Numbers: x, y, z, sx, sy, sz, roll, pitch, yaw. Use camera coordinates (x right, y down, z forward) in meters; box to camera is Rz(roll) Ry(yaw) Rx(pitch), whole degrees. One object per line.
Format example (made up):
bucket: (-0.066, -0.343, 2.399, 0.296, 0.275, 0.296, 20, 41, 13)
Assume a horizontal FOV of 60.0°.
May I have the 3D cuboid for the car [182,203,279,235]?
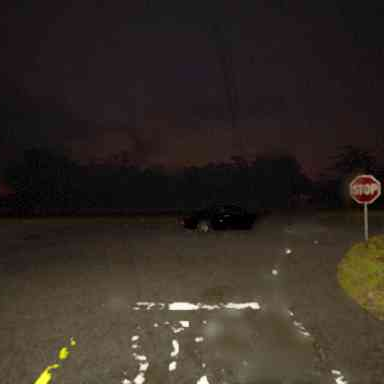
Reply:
car: (1.838, 1.272, 16.165, 4.674, 1.442, 1.812, -1, 0, -1)
